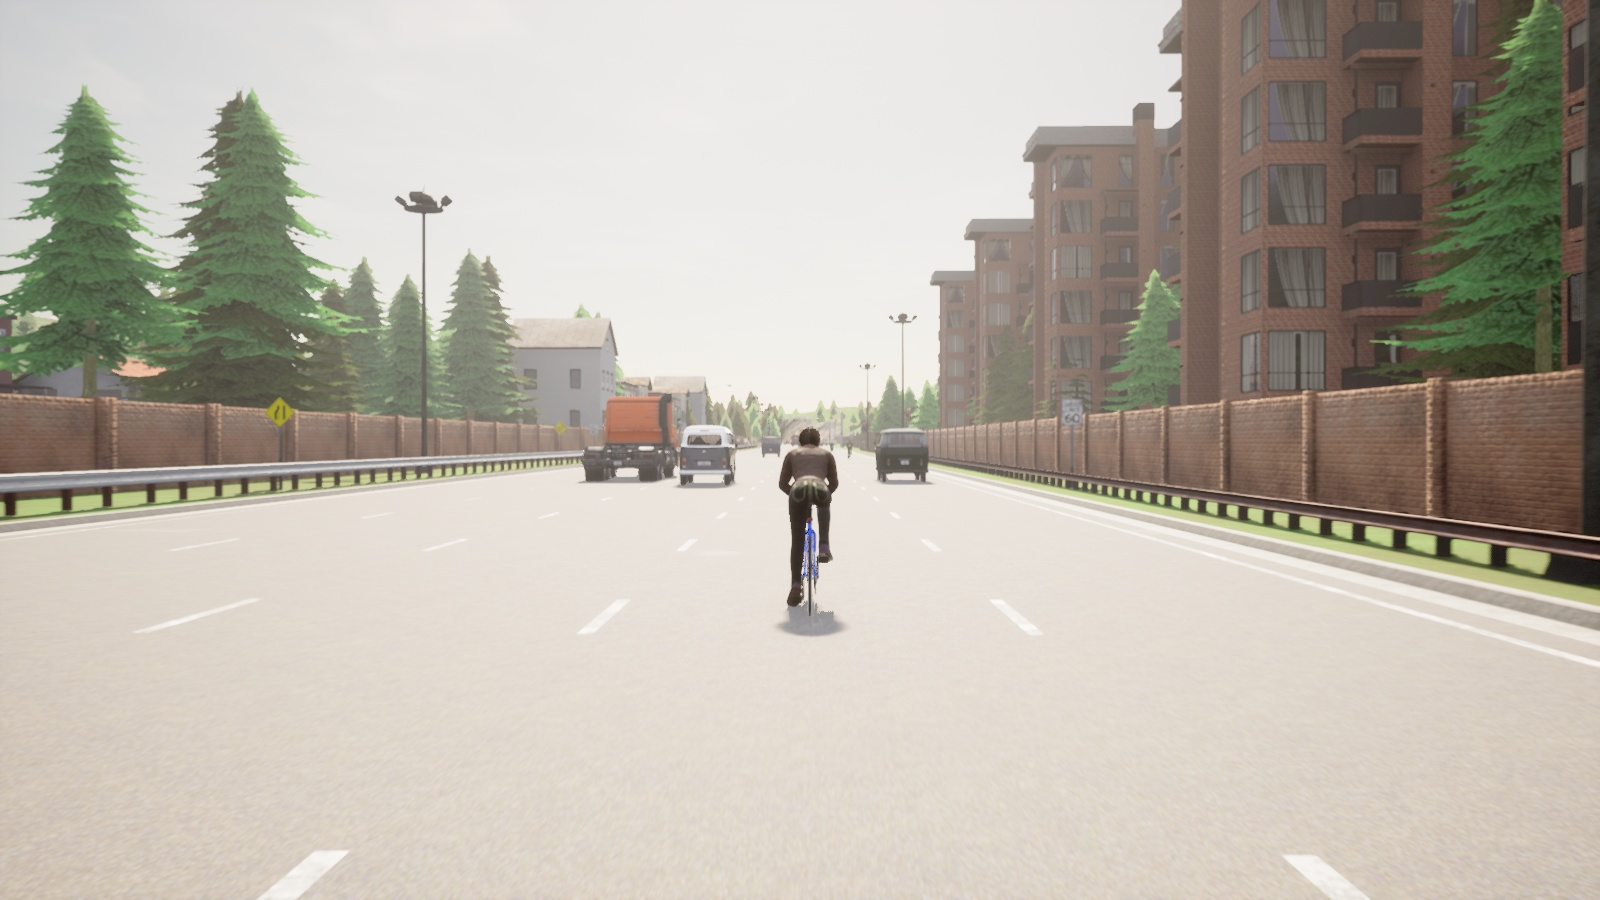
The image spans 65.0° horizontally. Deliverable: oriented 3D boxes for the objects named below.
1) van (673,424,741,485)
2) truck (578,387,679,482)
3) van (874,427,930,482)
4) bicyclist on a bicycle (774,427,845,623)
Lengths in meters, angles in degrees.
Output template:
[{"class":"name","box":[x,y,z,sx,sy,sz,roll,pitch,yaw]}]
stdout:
[{"class":"van","box":[-3.220,0.147,44.261,2.069,2.038,4.480,0,0,0]},{"class":"truck","box":[-6.683,-0.602,49.995,2.891,3.462,7.936,0,0,0]},{"class":"van","box":[3.802,0.159,47.555,1.775,1.987,4.442,0,0,0]},{"class":"bicyclist on a bicycle","box":[0.084,0.618,11.226,0.582,1.620,1.656,0,0,0]}]
